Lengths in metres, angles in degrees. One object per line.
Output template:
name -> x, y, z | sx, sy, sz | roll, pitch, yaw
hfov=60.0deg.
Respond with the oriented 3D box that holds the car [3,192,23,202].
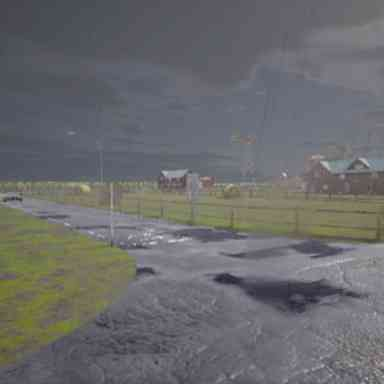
car -> -24.640, 0.638, 45.676 | 1.994, 1.385, 4.181 | 0, 1, -36
